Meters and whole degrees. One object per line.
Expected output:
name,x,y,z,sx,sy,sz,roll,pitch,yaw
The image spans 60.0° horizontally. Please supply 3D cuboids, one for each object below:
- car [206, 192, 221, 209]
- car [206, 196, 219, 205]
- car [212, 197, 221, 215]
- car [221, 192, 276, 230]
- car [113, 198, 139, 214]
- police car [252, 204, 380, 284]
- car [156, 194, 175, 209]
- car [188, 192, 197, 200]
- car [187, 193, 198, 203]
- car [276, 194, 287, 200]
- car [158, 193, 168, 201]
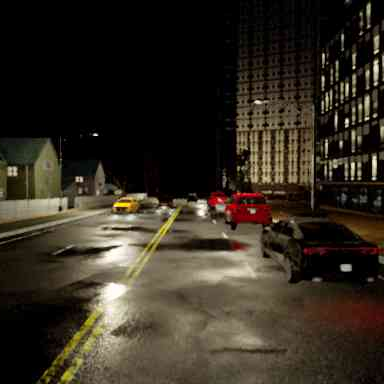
car,3.272,1.052,42.534,2.150,2.045,5.566,0,0,0
car,3.279,1.396,53.539,1.895,1.301,4.718,0,0,0
car,3.267,1.470,31.532,1.895,1.301,4.718,0,0,0
car,3.261,1.131,20.526,2.150,2.045,5.566,0,0,0
car,-6.578,1.339,33.385,1.882,1.535,5.008,0,0,0
police car,3.255,1.380,9.603,1.930,1.638,5.238,0,0,0
car,-3.319,1.358,42.022,1.812,1.442,4.674,0,0,0
car,0.044,0.921,81.433,2.097,1.767,4.553,0,0,0
car,0.034,1.333,62.617,1.994,1.385,4.181,0,0,0
car,23.062,1.354,89.854,5.009,1.841,2.192,1,2,20
car,-6.460,1.117,74.767,1.882,1.535,5.008,0,0,0
